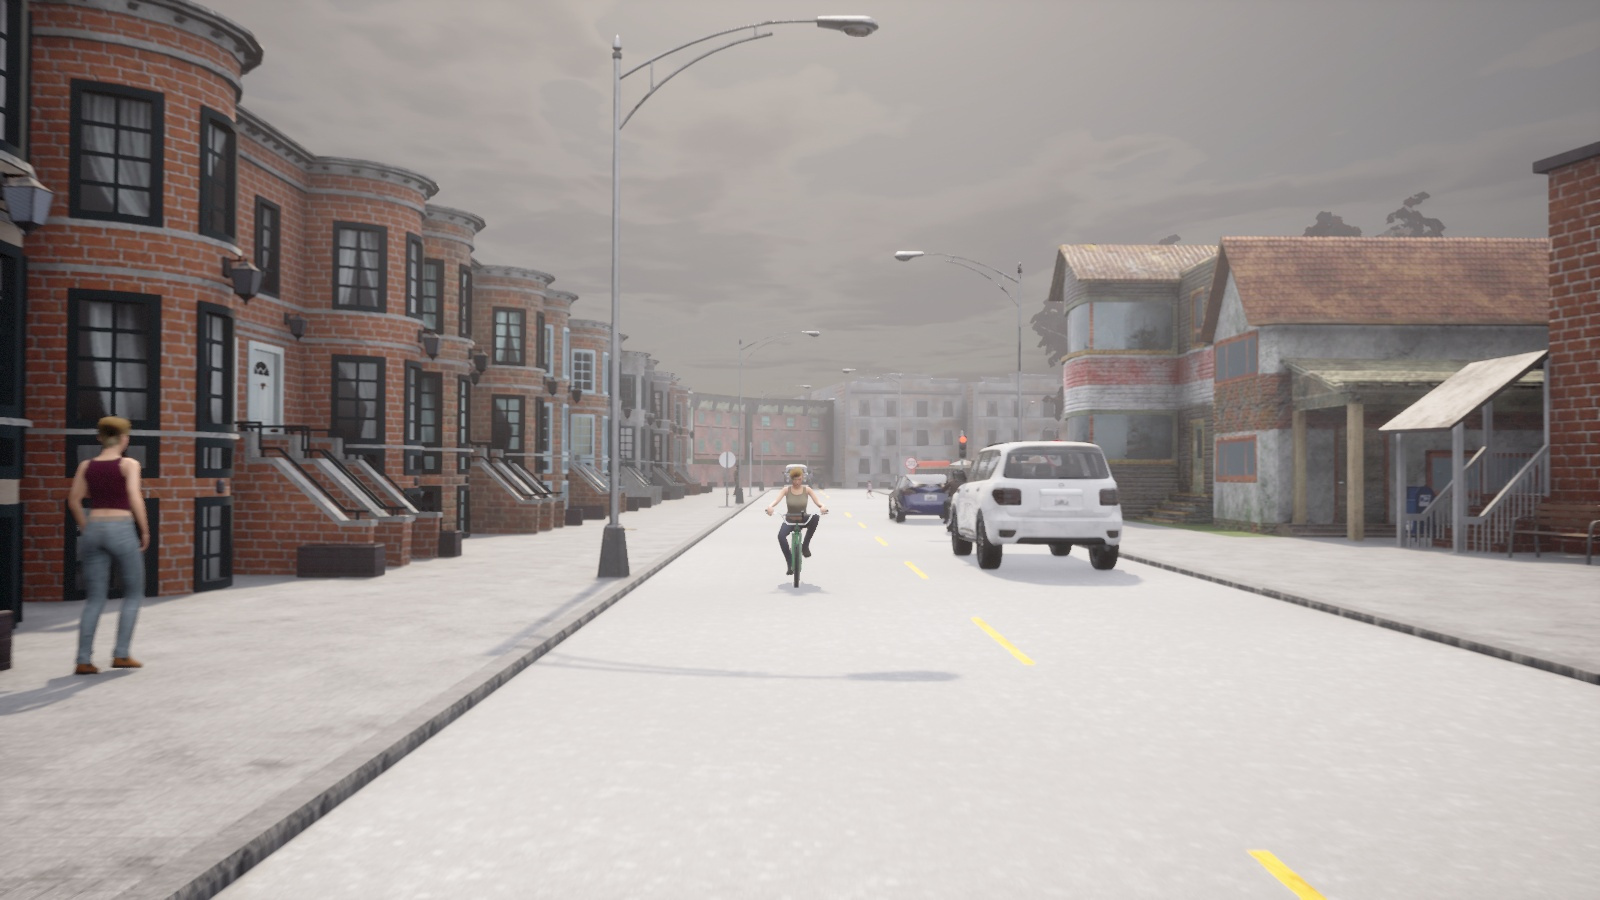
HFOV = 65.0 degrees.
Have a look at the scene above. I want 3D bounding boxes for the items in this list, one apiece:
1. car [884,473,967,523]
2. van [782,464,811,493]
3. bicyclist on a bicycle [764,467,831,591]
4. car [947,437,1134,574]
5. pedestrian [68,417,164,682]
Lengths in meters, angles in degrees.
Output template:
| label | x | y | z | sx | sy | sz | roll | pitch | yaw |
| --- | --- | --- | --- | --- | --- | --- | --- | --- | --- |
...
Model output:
| label | x | y | z | sx | sy | sz | roll | pitch | yaw |
| --- | --- | --- | --- | --- | --- | --- | --- | --- | --- |
| car | 3.903 | 1.466 | 39.823 | 2.163 | 1.488 | 4.792 | 0 | -1 | 0 |
| van | -0.249 | 2.065 | 91.124 | 2.069 | 2.038 | 4.480 | 0 | -1 | 0 |
| bicyclist on a bicycle | -0.035 | 1.038 | 17.146 | 0.866 | 1.612 | 1.509 | 0 | -1 | 0 |
| car | 3.948 | 0.881 | 21.696 | 2.150 | 2.045 | 5.566 | 0 | -1 | 0 |
| pedestrian | -4.890 | 0.695 | 9.001 | 0.345 | 1.836 | 0.594 | 0 | -1 | 2 |
